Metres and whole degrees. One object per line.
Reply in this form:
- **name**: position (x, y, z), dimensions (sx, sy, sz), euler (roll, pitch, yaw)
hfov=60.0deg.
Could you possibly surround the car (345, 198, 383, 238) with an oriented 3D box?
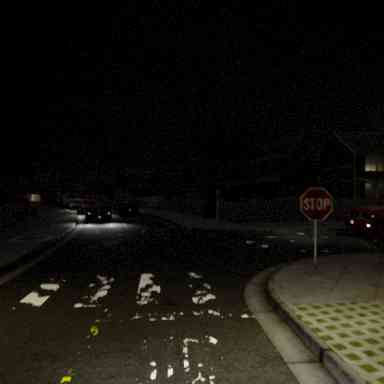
- **car**: position (10.410, 1.052, 16.056), dimensions (5.566, 2.045, 2.150), euler (0, 0, -4)

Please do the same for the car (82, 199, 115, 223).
- **car**: position (-7.391, 1.527, 26.045), dimensions (1.812, 1.442, 4.674), euler (0, 0, -19)

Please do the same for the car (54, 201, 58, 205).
- **car**: position (-25.055, 1.607, 61.695), dimensions (2.033, 1.411, 5.357), euler (0, 0, -42)

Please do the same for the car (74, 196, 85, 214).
- **car**: position (-11.027, 1.484, 35.376), dimensions (1.882, 1.535, 5.008), euler (0, 0, -25)

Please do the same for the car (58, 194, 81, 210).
- **car**: position (-15.875, 1.242, 44.511), dimensions (2.150, 2.045, 5.566), euler (0, 0, -32)

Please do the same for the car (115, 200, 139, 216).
- **car**: position (-6.515, 1.475, 32.407), dimensions (1.882, 1.535, 5.008), euler (0, 0, -21)
